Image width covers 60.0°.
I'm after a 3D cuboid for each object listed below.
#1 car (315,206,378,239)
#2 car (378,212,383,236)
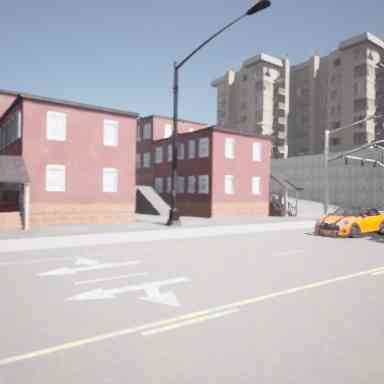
[{"bbox_3d":[9.079,1.608,18.997,4.553,1.767,2.097,1,-1,-35],"label":"car"},{"bbox_3d":[12.025,1.495,16.783,5.566,2.045,2.150,1,-1,-35],"label":"car"}]
